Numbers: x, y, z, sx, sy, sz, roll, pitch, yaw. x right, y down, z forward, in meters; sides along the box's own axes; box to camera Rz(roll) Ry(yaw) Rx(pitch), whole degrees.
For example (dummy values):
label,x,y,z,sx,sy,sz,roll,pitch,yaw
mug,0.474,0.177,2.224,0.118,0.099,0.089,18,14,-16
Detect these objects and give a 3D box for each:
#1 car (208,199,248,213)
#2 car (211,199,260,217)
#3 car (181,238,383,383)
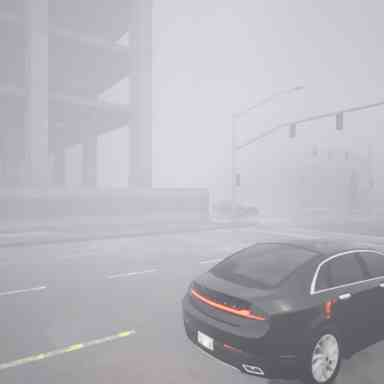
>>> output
label,x,y,z,sx,sy,sz,roll,pitch,yaw
car,4.037,1.526,37.874,1.812,1.442,4.674,0,0,-36
car,4.172,1.601,31.720,1.895,1.301,4.718,0,0,-36
car,2.143,1.505,5.317,4.892,1.490,1.837,0,0,-35
